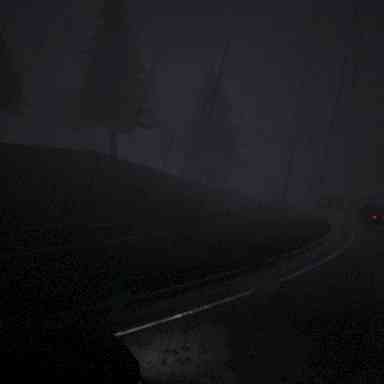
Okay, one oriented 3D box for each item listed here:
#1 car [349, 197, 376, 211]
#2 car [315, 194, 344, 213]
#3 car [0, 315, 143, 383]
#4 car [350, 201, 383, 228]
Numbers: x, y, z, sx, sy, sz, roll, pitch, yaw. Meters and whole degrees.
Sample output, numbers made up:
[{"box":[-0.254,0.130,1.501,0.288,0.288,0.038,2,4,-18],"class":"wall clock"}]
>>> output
[{"box":[18.763,1.373,36.386,2.097,1.767,4.553,0,0,11],"class":"car"},{"box":[15.422,1.244,37.376,2.150,2.045,5.566,0,0,10],"class":"car"},{"box":[-2.644,1.504,1.976,4.892,1.490,1.837,1,1,-34],"class":"car"},{"box":[12.230,1.560,22.167,2.033,1.411,5.357,0,0,17],"class":"car"}]
